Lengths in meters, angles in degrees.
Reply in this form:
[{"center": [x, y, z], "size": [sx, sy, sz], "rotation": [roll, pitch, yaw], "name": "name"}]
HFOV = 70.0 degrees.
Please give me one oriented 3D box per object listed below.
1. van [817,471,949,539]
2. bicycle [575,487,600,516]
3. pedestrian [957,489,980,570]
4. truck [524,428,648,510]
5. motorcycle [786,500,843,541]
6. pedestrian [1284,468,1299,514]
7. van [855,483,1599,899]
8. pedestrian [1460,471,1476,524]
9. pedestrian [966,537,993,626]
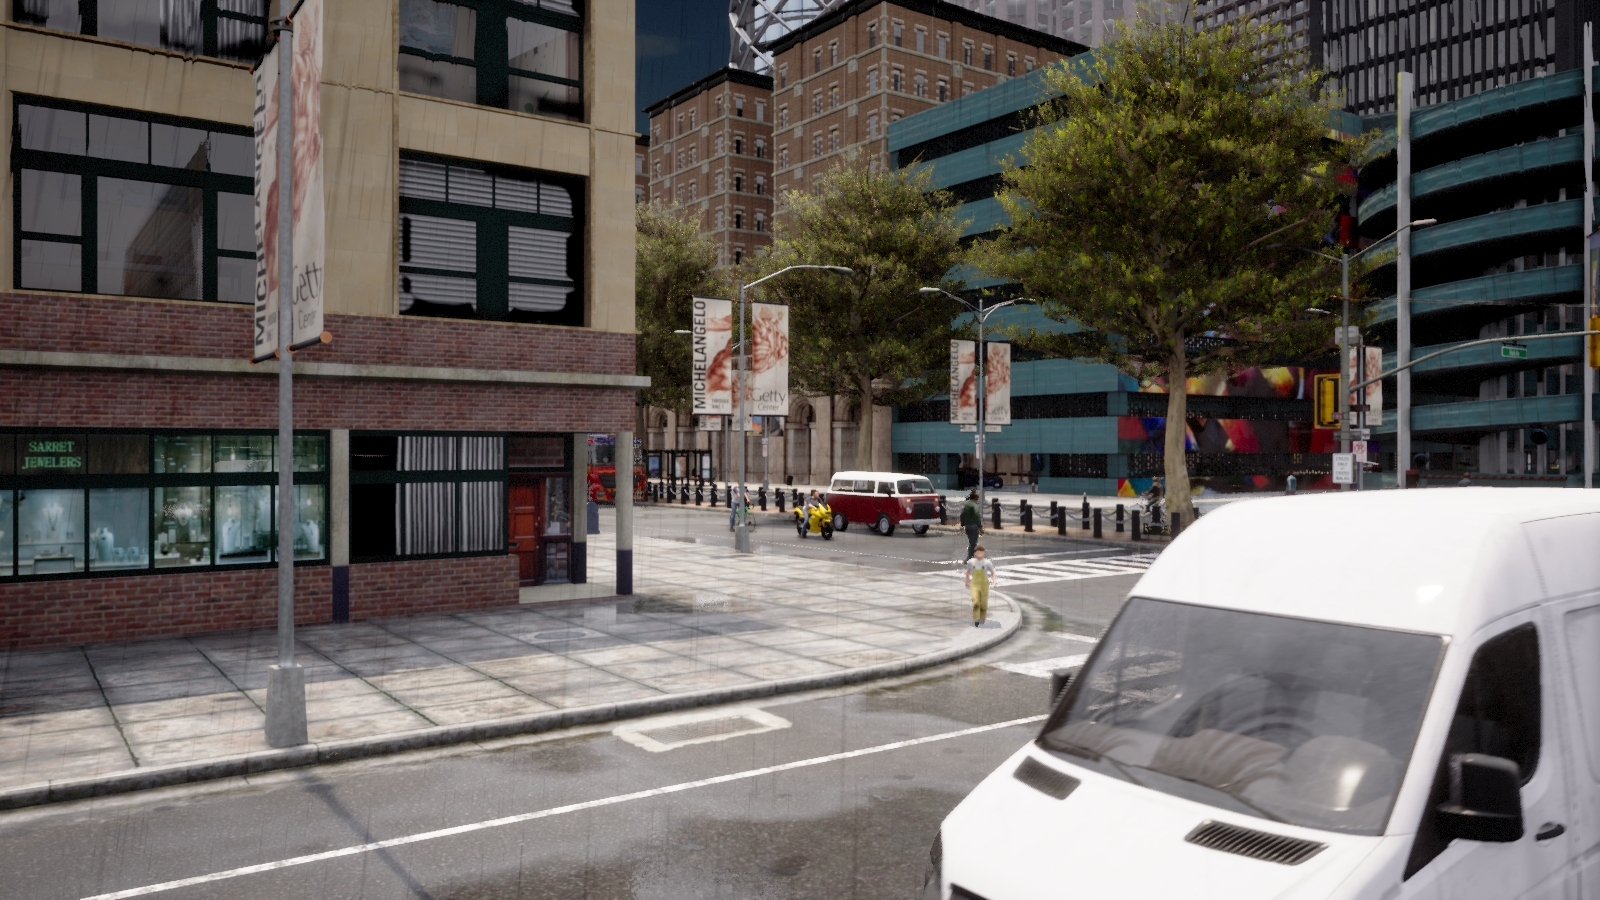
[{"center": [2.714, 1.773, 38.445], "size": [2.069, 2.038, 4.480], "rotation": [0, 0, -35], "name": "van"}, {"center": [-9.155, 2.202, 49.177], "size": [0.329, 1.171, 1.835], "rotation": [0, 0, -35], "name": "bicycle"}, {"center": [3.934, 1.841, 26.674], "size": [0.375, 1.860, 0.375], "rotation": [0, 0, -29], "name": "pedestrian"}, {"center": [-10.971, 0.881, 57.818], "size": [2.891, 3.827, 8.468], "rotation": [0, 0, -35], "name": "truck"}, {"center": [0.444, 2.205, 35.973], "size": [0.803, 1.145, 2.033], "rotation": [0, 0, -33], "name": "motorcycle"}, {"center": [20.178, 1.681, 46.905], "size": [0.375, 1.860, 0.375], "rotation": [0, 0, -23], "name": "pedestrian"}, {"center": [3.245, 1.531, 6.066], "size": [5.915, 2.561, 1.988], "rotation": [0, 0, -35], "name": "van"}, {"center": [23.794, 1.680, 40.702], "size": [0.375, 1.860, 0.375], "rotation": [0, 0, -42], "name": "pedestrian"}, {"center": [2.690, 1.971, 17.175], "size": [0.375, 1.300, 0.375], "rotation": [0, 0, 5], "name": "pedestrian"}]
